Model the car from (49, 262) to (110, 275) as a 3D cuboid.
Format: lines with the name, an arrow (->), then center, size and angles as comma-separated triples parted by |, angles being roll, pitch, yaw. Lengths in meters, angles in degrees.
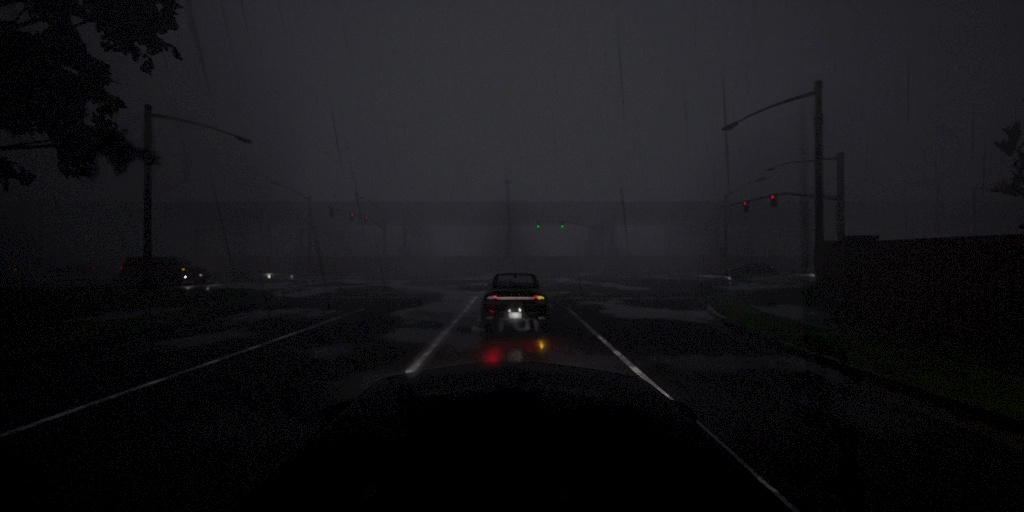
car -> -49.665, 1.437, 41.259 | 5.357, 1.411, 2.033 | 0, 0, 2

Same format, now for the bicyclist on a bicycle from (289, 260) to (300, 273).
bicyclist on a bicycle -> -27.050, 1.354, 44.530 | 0.582, 1.620, 1.656 | 0, 0, 14

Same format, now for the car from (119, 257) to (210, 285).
car -> -25.629, 1.059, 26.535 | 5.566, 2.045, 2.150 | 0, 0, 4

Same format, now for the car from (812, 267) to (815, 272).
car -> 33.173, 1.168, 35.636 | 5.357, 1.411, 2.033 | -1, 0, 2

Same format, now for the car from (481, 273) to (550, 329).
car -> 0.099, 1.282, 11.401 | 2.128, 1.511, 4.902 | 0, 0, 0

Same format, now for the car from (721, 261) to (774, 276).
car -> 23.498, 1.261, 35.900 | 4.674, 1.442, 1.812 | -1, 0, 2

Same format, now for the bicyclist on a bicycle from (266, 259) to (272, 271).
bicyclist on a bicycle -> -31.603, 1.209, 46.619 | 0.582, 1.620, 1.656 | 0, 0, -33
